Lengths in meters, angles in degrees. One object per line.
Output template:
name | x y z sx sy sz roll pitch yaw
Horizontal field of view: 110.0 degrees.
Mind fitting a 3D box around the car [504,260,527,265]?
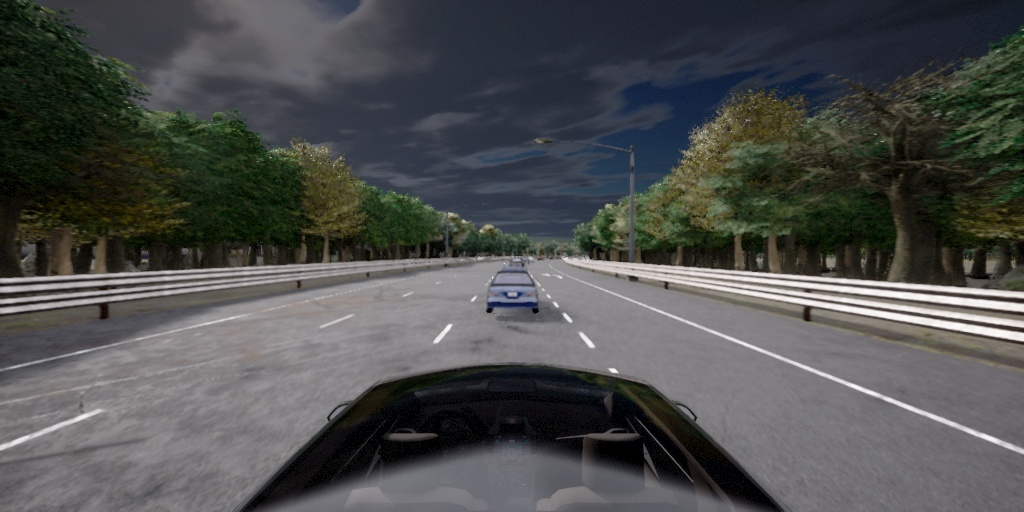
car | 0.078 1.249 30.905 1.895 1.301 4.718 0 0 1

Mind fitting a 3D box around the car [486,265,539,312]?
car | 0.021 1.255 13.876 2.033 1.411 5.357 0 0 0

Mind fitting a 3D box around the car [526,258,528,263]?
car | 1.278 1.088 60.554 1.812 1.442 4.674 0 0 4

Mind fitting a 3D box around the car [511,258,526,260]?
car | 0.659 1.063 50.412 1.882 1.535 5.008 0 0 3
